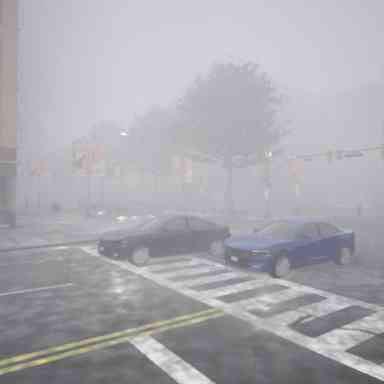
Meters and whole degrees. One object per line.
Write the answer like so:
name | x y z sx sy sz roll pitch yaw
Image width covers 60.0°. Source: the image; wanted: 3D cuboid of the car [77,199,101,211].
car | -13.485 1.665 43.572 1.882 1.535 5.008 1 -1 -35

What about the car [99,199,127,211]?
car | -11.050 1.781 46.188 2.033 1.411 5.357 1 -1 -35

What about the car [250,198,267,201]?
car | 14.418 2.010 70.736 2.002 1.452 4.674 1 -1 -36

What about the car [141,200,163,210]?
car | -5.005 1.738 37.742 1.837 1.490 4.892 1 -1 -36

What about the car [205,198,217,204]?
car | 3.937 2.049 78.213 2.161 1.482 4.786 1 -1 -36

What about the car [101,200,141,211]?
car | -7.662 1.692 35.442 1.837 1.490 4.892 1 -1 -36

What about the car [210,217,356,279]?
car | 3.200 1.591 10.580 5.008 1.535 1.882 1 -1 -35

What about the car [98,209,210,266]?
car | -0.823 1.559 12.007 5.008 1.535 1.882 1 -1 -36
